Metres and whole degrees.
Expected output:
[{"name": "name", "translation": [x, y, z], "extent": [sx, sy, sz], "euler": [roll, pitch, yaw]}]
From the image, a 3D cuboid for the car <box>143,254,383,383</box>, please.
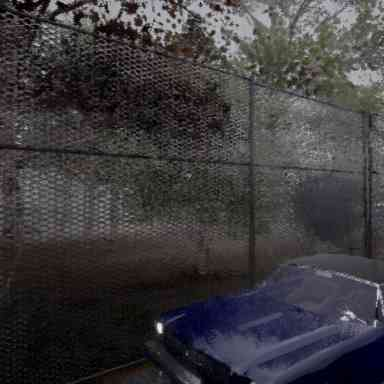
[{"name": "car", "translation": [1.801, 1.607, 4.368], "extent": [4.718, 1.301, 1.895], "euler": [0, 0, -36]}]
